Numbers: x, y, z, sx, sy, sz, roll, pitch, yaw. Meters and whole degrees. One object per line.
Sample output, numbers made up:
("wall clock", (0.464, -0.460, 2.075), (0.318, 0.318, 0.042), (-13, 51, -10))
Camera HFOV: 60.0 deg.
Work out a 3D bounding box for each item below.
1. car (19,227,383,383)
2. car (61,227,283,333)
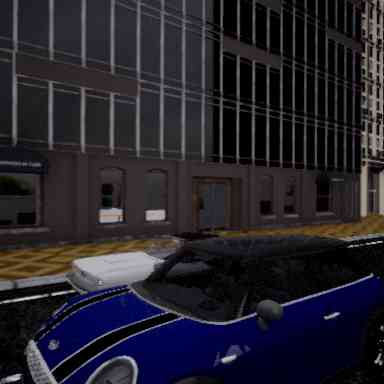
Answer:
("car", (0.477, 1.384, 4.051), (4.553, 1.767, 2.097), (1, 0, -36))
("car", (-0.250, 1.650, 7.525), (4.718, 1.301, 1.895), (1, 0, -36))
